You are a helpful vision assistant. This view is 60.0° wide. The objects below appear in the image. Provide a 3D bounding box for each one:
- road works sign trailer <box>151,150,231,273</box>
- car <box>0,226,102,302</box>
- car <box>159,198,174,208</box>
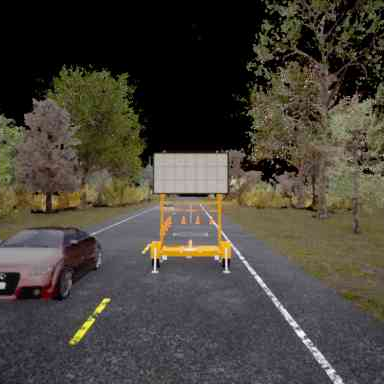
[{"bbox_3d":[-0.038,0.468,10.663,2.380,3.560,2.880,0,0,0],"label":"road works sign trailer"},{"bbox_3d":[-3.633,1.567,8.214,1.994,1.385,4.181,0,0,0],"label":"car"},{"bbox_3d":[-3.710,1.631,49.908,1.994,1.385,4.181,0,0,0],"label":"car"}]
